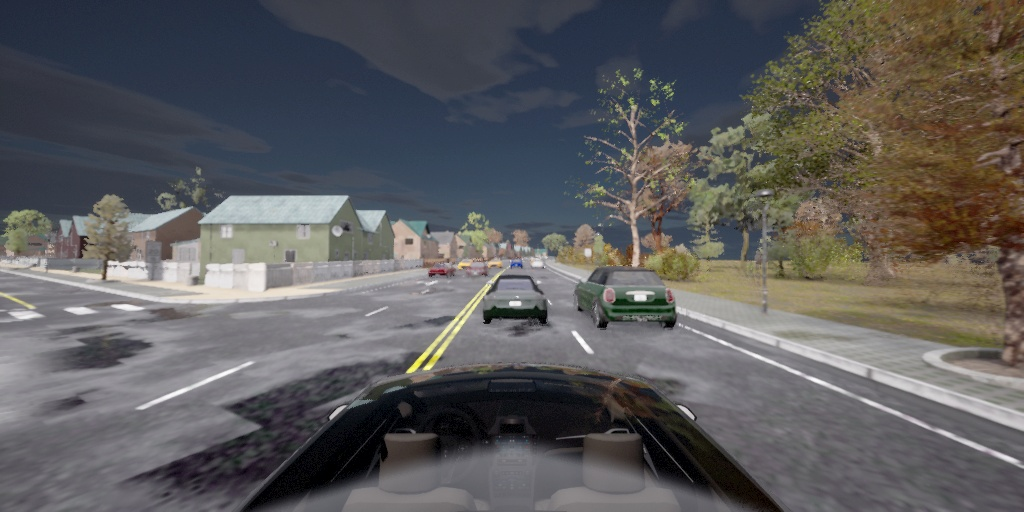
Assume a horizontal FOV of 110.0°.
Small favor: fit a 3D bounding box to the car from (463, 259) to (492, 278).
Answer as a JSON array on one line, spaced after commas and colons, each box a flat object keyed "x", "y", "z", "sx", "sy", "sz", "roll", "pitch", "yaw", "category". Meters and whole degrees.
[{"x": -3.221, "y": 1.274, "z": 34.204, "sx": 1.812, "sy": 1.442, "sz": 4.674, "roll": 0, "pitch": 0, "yaw": 1, "category": "car"}]

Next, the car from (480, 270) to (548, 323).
[{"x": 0.094, "y": 1.315, "z": 12.153, "sx": 1.994, "sy": 1.385, "sz": 4.181, "roll": 0, "pitch": 0, "yaw": 0, "category": "car"}]

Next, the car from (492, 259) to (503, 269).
[{"x": -2.551, "y": 1.214, "z": 56.547, "sx": 1.882, "sy": 1.535, "sz": 5.008, "roll": 0, "pitch": 0, "yaw": 3, "category": "car"}]

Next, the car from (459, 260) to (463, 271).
[{"x": -6.104, "y": 1.221, "z": 49.282, "sx": 1.882, "sy": 1.535, "sz": 5.008, "roll": 0, "pitch": 0, "yaw": 2, "category": "car"}]

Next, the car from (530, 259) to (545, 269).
[{"x": 4.015, "y": 1.257, "z": 55.910, "sx": 1.812, "sy": 1.442, "sz": 4.674, "roll": 0, "pitch": 0, "yaw": 3, "category": "car"}]

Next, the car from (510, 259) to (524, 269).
[{"x": 0.772, "y": 1.211, "z": 56.159, "sx": 1.882, "sy": 1.535, "sz": 5.008, "roll": 0, "pitch": 0, "yaw": 3, "category": "car"}]

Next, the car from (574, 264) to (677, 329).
[{"x": 3.342, "y": 1.103, "z": 11.450, "sx": 2.097, "sy": 1.767, "sz": 4.553, "roll": 0, "pitch": 0, "yaw": 0, "category": "car"}]

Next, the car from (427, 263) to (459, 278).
[{"x": -6.486, "y": 1.351, "z": 33.503, "sx": 1.895, "sy": 1.301, "sz": 4.718, "roll": 0, "pitch": 0, "yaw": 1, "category": "car"}]
